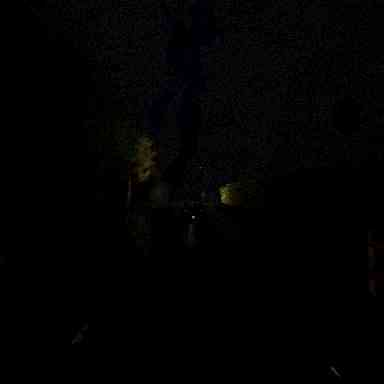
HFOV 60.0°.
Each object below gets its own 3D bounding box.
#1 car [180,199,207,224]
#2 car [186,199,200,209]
[{"bbox_3d":[0.105,1.499,24.956,2.128,1.511,4.902,0,0,0],"label":"car"},{"bbox_3d":[0.109,1.679,48.854,1.895,1.301,4.718,0,0,0],"label":"car"}]
